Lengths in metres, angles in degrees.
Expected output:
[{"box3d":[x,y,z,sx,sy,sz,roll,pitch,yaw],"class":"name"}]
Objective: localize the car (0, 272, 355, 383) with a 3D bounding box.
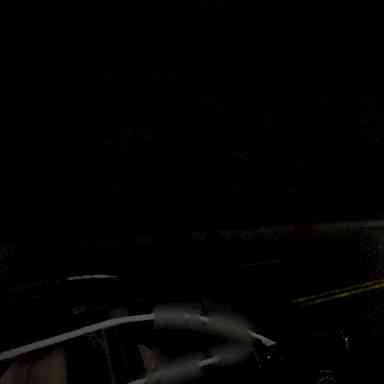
[{"box3d":[-0.621,1.492,2.774,4.902,1.511,2.128,0,0,-33],"class":"car"}]
